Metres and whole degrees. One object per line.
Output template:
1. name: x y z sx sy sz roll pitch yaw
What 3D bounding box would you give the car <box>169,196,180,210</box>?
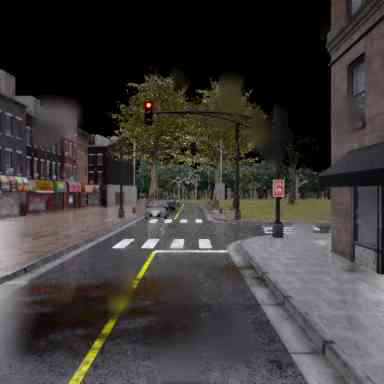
1. car: -2.942 1.609 42.424 2.033 1.411 5.357 0 0 0

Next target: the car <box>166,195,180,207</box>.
1. car: -2.976 1.442 53.264 2.097 1.767 4.553 0 0 0

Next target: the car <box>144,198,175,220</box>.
1. car: -2.913 1.513 28.530 2.128 1.511 4.902 0 0 0
